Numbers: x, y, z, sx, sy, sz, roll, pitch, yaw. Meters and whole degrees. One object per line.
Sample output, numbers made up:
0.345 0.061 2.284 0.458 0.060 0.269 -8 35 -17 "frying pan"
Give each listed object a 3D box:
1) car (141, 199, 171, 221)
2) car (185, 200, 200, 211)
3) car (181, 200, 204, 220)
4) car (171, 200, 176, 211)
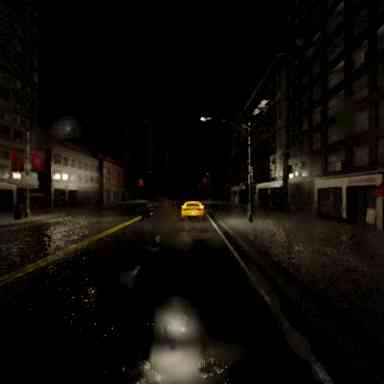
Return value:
-3.174 1.615 28.850 1.882 1.535 5.008 0 -1 0 "car"
0.063 1.822 46.533 1.895 1.301 4.718 0 0 0 "car"
0.077 1.617 29.398 1.882 1.535 5.008 0 0 0 "car"
-3.187 1.740 45.072 1.812 1.442 4.674 0 0 0 "car"
